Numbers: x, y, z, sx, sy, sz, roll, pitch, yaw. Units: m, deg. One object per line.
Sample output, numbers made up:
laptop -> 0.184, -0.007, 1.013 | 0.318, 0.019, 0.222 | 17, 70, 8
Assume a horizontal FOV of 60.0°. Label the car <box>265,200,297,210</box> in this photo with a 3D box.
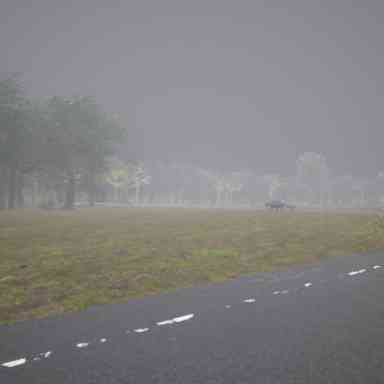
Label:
car -> 12.681, 1.861, 47.481 | 1.837, 1.490, 4.892 | 3, -3, -36
